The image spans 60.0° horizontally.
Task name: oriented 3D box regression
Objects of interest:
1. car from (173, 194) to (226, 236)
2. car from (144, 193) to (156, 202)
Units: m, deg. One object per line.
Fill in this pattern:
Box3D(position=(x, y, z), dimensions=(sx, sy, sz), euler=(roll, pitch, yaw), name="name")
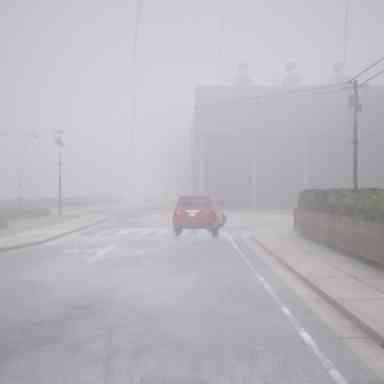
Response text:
Box3D(position=(0.481, 1.109, 18.080), dimensions=(2.150, 2.045, 5.566), euler=(-1, 0, 10), name="car")
Box3D(position=(-8.291, 0.991, 65.567), dimensions=(2.097, 1.767, 4.553), euler=(0, 0, -2), name="car")
